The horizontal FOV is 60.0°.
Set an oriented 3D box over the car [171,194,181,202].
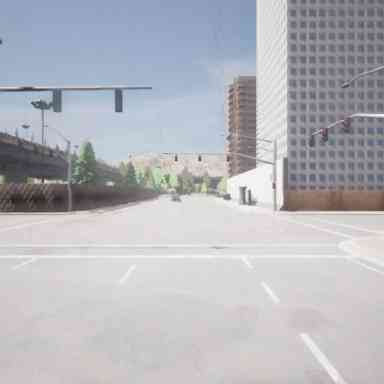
[{"bbox_3d":[-3.500,1.322,73.163,2.097,1.767,4.553,0,0,0],"label":"car"}]
